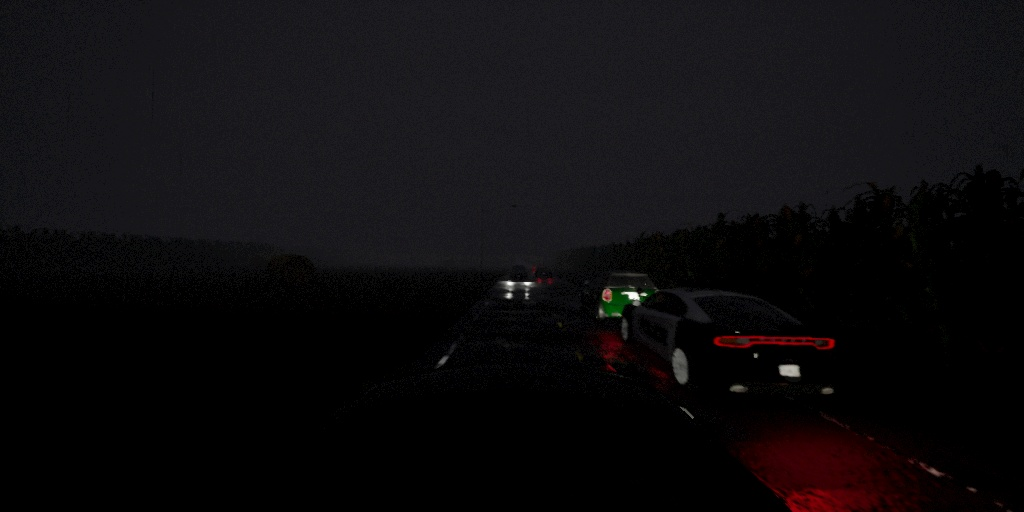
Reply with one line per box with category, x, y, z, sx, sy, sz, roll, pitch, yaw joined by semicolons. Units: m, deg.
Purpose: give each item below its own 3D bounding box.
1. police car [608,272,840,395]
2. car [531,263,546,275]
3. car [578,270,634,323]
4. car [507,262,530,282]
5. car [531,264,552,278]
police car;3.627;1.301;7.200;1.930;1.638;5.238;1;-1;1
car;3.777;1.855;52.482;1.882;1.535;5.008;1;-1;1
car;3.753;1.298;13.059;2.097;1.767;4.553;1;-1;1
car;0.648;1.650;34.959;1.837;1.490;4.892;1;-1;1
car;3.628;1.764;42.270;2.128;1.511;4.902;1;-1;2
